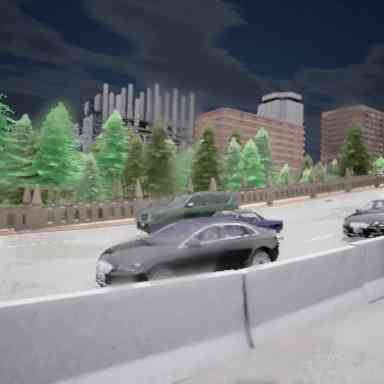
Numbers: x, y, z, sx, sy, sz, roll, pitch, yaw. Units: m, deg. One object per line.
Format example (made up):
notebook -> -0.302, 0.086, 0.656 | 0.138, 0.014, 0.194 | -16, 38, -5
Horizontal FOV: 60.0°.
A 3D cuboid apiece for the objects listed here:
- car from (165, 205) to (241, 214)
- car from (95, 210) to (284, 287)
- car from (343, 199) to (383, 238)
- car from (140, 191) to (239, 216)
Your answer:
car -> 1.517, 1.452, 13.598 | 4.718, 1.301, 1.895 | -2, 1, -35
car -> 0.110, 1.445, 8.337 | 4.902, 1.511, 2.128 | -1, 1, -35
car -> 8.366, 1.072, 14.127 | 4.902, 1.511, 2.128 | -4, 2, -34
car -> 0.004, 1.050, 16.817 | 5.566, 2.045, 2.150 | -3, 1, -35
